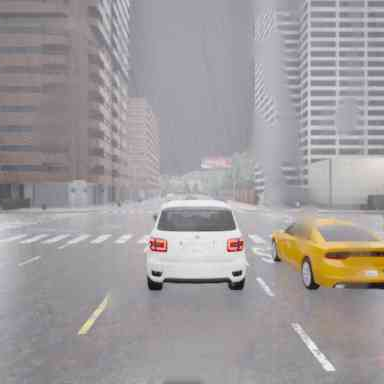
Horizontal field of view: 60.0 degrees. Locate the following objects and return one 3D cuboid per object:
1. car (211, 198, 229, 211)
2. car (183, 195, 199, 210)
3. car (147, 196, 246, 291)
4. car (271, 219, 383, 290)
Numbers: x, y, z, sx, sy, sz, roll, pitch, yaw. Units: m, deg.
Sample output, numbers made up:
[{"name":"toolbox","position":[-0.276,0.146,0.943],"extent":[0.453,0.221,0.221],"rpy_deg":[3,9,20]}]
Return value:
[{"name":"car","position":[3.401,1.521,41.194],"extent":[1.812,1.442,4.674],"rpy_deg":[0,0,0]},{"name":"car","position":[-0.118,1.347,44.024],"extent":[2.097,1.767,4.553],"rpy_deg":[0,0,0]},{"name":"car","position":[0.065,1.221,9.180],"extent":[2.150,2.045,5.566],"rpy_deg":[0,0,-1]},{"name":"car","position":[3.576,1.477,9.133],"extent":[1.882,1.535,5.008],"rpy_deg":[0,0,0]}]
